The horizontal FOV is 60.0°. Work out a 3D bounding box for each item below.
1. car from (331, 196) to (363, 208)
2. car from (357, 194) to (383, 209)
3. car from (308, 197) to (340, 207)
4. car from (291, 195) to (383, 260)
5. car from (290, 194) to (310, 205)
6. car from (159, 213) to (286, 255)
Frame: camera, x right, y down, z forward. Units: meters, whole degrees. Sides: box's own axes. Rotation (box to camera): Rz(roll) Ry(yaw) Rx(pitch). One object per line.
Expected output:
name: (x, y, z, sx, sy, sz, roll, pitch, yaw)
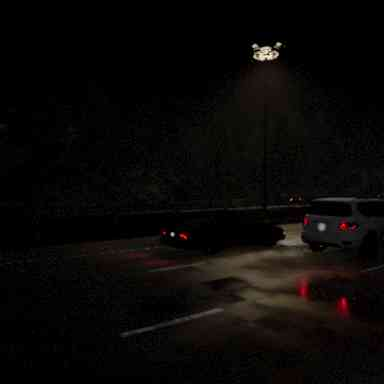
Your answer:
car: (20.837, 1.332, 44.614, 4.674, 1.442, 1.812, -1, 0, -35)
car: (22.983, 1.157, 41.846, 4.553, 1.767, 2.097, -1, 1, -35)
car: (18.906, 1.405, 47.533, 4.718, 1.301, 1.895, -1, 1, -35)
car: (6.557, 1.238, 12.735, 5.566, 2.045, 2.150, 0, 0, -35)
car: (16.883, 1.155, 50.382, 4.553, 1.767, 2.097, -1, 1, -35)
car: (1.361, 1.567, 13.353, 5.357, 1.411, 2.033, 0, 0, -35)
